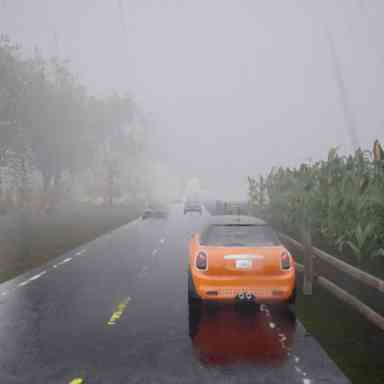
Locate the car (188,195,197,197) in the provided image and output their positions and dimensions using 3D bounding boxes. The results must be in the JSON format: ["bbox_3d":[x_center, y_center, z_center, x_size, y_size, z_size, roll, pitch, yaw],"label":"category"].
[{"bbox_3d":[0.072,1.346,46.206,2.097,1.767,4.553,0,0,0],"label":"car"}]

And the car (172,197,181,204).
[{"bbox_3d":[-2.730,1.558,61.516,1.994,1.385,4.181,0,0,0],"label":"car"}]

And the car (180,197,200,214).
[{"bbox_3d":[0.083,1.542,35.375,2.033,1.411,5.357,0,0,0],"label":"car"}]

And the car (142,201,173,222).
[{"bbox_3d":[-2.843,1.596,26.788,1.895,1.301,4.718,0,0,0],"label":"car"}]

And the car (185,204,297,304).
[{"bbox_3d":[0.963,1.349,8.277,2.097,1.767,4.553,0,0,0],"label":"car"}]
